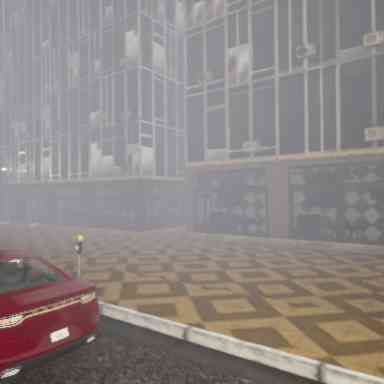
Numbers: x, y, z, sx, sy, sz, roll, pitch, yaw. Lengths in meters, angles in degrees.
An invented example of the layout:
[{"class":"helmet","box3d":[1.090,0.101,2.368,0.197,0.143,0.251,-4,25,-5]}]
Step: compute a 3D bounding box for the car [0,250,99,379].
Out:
[{"class":"car","box3d":[-3.407,1.606,5.302,4.507,1.381,1.887,-1,-1,35]}]
